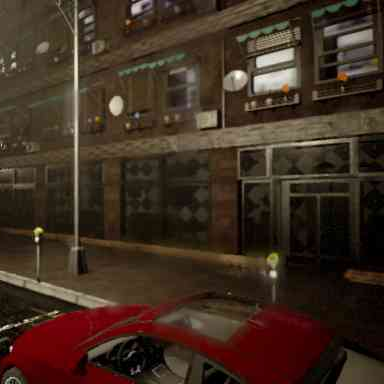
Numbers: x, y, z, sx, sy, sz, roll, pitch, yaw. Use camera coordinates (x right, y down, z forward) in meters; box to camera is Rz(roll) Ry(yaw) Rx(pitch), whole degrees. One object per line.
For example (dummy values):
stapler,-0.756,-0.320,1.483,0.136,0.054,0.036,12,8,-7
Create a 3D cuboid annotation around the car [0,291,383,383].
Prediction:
car,0.007,1.583,2.871,4.206,1.307,1.802,0,0,35
